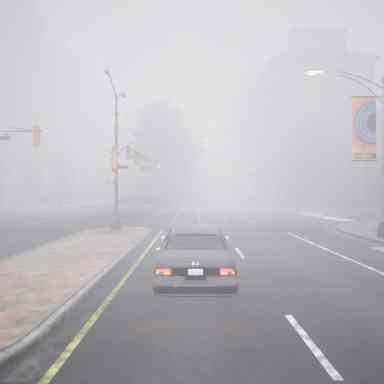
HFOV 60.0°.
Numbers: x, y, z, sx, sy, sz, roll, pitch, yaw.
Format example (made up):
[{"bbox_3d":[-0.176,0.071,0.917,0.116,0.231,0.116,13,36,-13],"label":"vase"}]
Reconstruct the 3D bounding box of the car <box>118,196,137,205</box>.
[{"bbox_3d":[-11.509,1.491,59.594,2.128,1.511,4.902,0,0,0],"label":"car"}]

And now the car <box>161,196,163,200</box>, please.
[{"bbox_3d":[-7.922,1.500,77.757,1.837,1.490,4.892,0,0,0],"label":"car"}]

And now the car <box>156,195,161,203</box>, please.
[{"bbox_3d":[-7.951,1.525,67.428,1.812,1.442,4.674,0,0,1],"label":"car"}]

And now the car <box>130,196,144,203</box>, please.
[{"bbox_3d":[-11.431,1.525,69.515,2.128,1.511,4.902,0,0,0],"label":"car"}]

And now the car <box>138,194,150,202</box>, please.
[{"bbox_3d":[-11.421,1.355,79.526,2.097,1.767,4.553,0,0,0],"label":"car"}]

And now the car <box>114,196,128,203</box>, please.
[{"bbox_3d":[-14.680,1.594,69.396,1.895,1.301,4.718,0,0,0],"label":"car"}]

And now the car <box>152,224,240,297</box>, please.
[{"bbox_3d":[0.083,1.547,8.752,2.033,1.411,5.357,0,0,0],"label":"car"}]

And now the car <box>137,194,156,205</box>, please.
[{"bbox_3d":[-8.014,1.564,58.910,1.994,1.385,4.181,0,0,1],"label":"car"}]
